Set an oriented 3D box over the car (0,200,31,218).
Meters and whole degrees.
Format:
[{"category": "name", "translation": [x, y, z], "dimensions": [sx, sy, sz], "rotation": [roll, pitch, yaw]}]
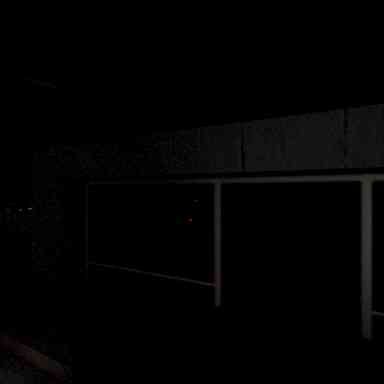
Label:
[{"category": "car", "translation": [-15.210, 1.515, 30.666], "dimensions": [1.837, 1.490, 4.892], "rotation": [0, 0, 34]}]
